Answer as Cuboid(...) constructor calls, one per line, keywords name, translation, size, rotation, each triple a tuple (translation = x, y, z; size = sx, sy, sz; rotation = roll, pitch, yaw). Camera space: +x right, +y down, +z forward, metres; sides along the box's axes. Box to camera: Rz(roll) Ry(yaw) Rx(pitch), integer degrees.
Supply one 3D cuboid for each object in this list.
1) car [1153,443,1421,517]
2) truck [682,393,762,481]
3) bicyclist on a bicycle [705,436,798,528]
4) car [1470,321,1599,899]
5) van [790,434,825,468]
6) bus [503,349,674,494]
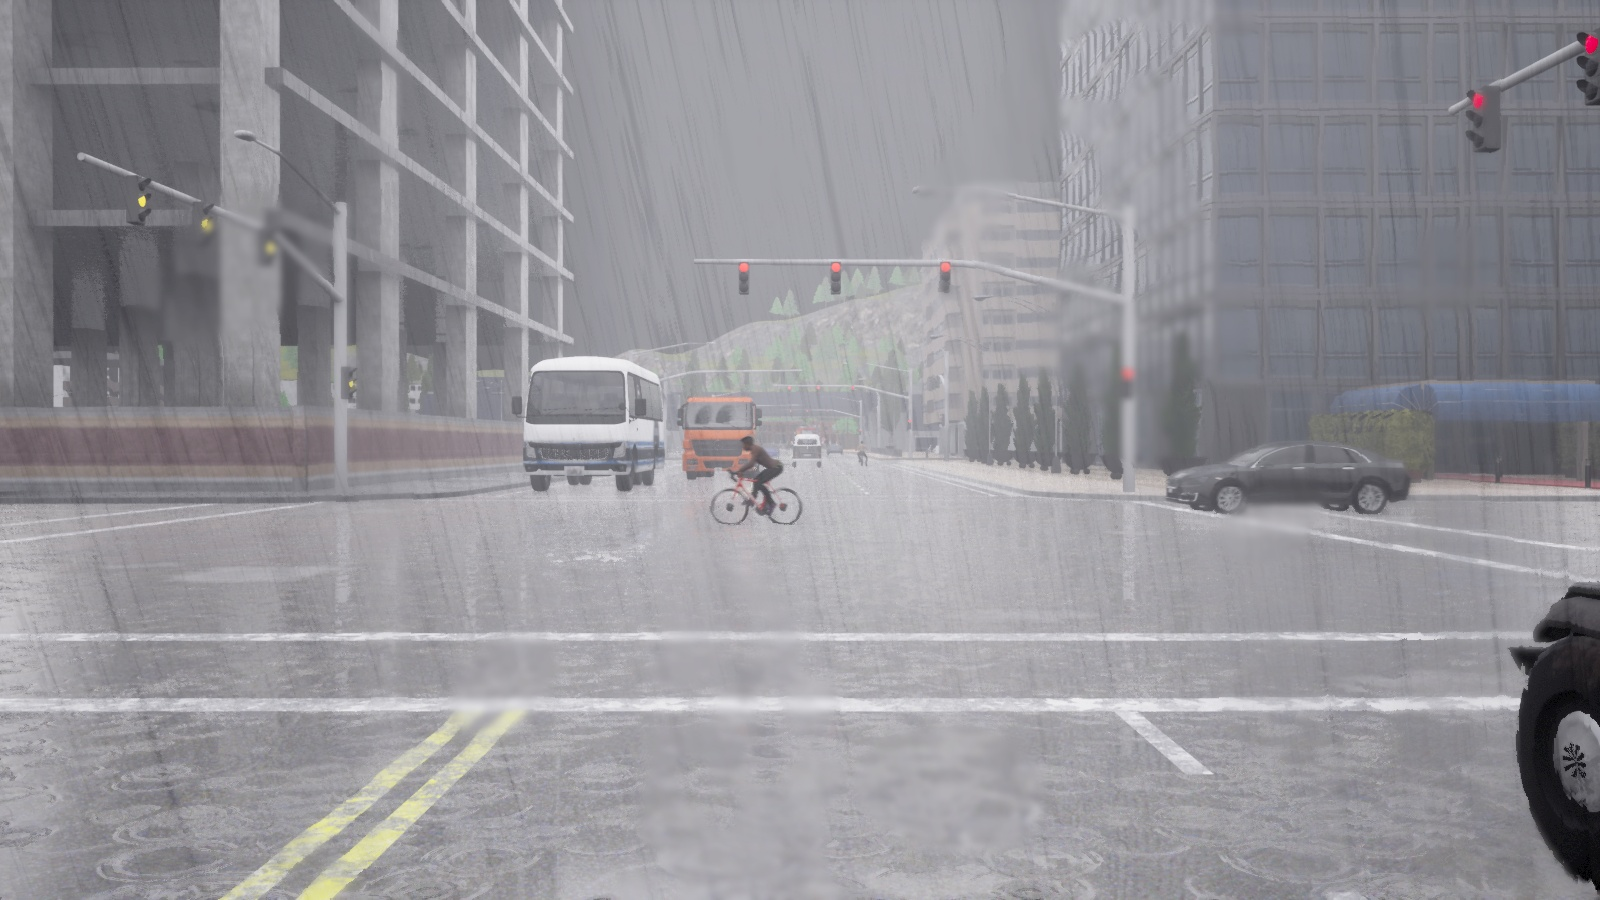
Cuboid(name="car", translation=(10.101, 0.611, 26.295), size=(4.892, 1.490, 1.837), rotation=(0, 0, 0))
Cuboid(name="truck", translation=(-3.185, -0.539, 53.286), size=(2.891, 3.462, 7.936), rotation=(0, 0, 0))
Cuboid(name="bicyclist on a bicycle", translation=(-0.865, 0.571, 22.683), size=(1.656, 1.620, 0.582), rotation=(0, 0, -1))
Cuboid(name="car", translation=(3.532, 0.529, 2.910), size=(1.905, 1.878, 3.866), rotation=(0, 0, 0))
Cuboid(name="van", translation=(0.452, 0.032, 77.677), size=(2.069, 2.038, 4.480), rotation=(0, 0, 0))
Cuboid(name="bus", translation=(-6.747, -0.873, 42.103), size=(3.944, 4.253, 10.273), rotation=(0, 0, 0))
